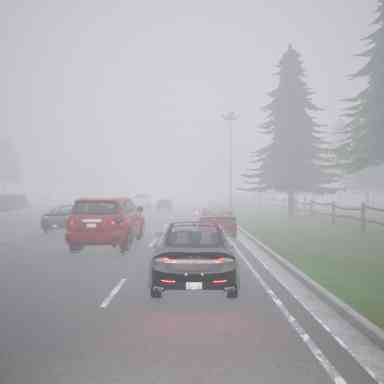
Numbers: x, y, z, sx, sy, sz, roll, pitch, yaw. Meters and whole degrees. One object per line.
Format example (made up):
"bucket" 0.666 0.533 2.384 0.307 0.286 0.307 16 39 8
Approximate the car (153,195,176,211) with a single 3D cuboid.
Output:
"car" -3.370 1.505 41.566 1.837 1.490 4.892 0 0 0

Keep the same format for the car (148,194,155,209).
"car" -6.866 1.221 46.474 2.150 2.045 5.566 0 0 0

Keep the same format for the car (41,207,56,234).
"car" -6.885 1.491 19.134 2.128 1.511 4.902 0 0 0

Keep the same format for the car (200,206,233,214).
"car" 1.238 1.478 17.810 1.882 1.535 5.008 0 0 0

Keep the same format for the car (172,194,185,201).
"car" -3.438 1.478 85.180 1.882 1.535 5.008 0 0 0

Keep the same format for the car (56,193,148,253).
"car" -3.390 1.221 13.900 2.150 2.045 5.566 0 0 0

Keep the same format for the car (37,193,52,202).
"car" -34.325 1.225 77.342 2.150 2.045 5.566 0 0 -40

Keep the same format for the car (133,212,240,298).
"car" 0.058 1.492 8.469 2.128 1.511 4.902 0 0 0

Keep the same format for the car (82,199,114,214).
"car" -10.372 1.547 37.046 2.033 1.411 5.357 0 0 0
